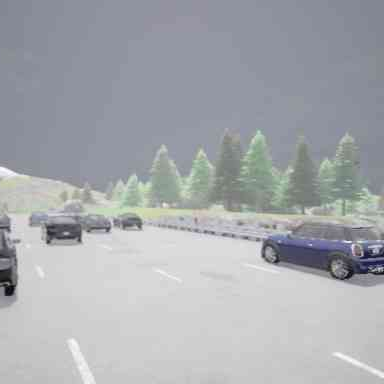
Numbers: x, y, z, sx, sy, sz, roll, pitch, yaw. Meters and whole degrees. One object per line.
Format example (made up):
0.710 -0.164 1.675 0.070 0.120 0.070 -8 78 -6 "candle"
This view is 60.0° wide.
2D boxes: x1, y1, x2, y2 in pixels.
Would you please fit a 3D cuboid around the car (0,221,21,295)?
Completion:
-5.747 1.739 8.887 2.128 1.511 4.902 2 -3 -29 "car"

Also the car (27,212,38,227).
-16.083 2.824 34.839 2.033 1.411 5.357 2 -3 -29 "car"

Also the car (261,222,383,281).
4.555 1.867 11.950 2.097 1.767 4.553 2 -2 -29 "car"

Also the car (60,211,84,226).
-13.732 2.964 37.831 1.812 1.442 4.674 2 -3 -29 "car"

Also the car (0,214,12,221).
-15.594 2.458 26.716 2.033 1.411 5.357 2 -3 -29 "car"

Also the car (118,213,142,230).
-6.208 2.731 31.431 1.837 1.490 4.892 2 -3 -29 "car"

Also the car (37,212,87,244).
-8.008 2.176 20.224 1.882 1.535 5.008 2 -3 -29 "car"

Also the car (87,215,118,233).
-8.174 2.585 27.750 2.033 1.411 5.357 2 -3 -29 "car"
